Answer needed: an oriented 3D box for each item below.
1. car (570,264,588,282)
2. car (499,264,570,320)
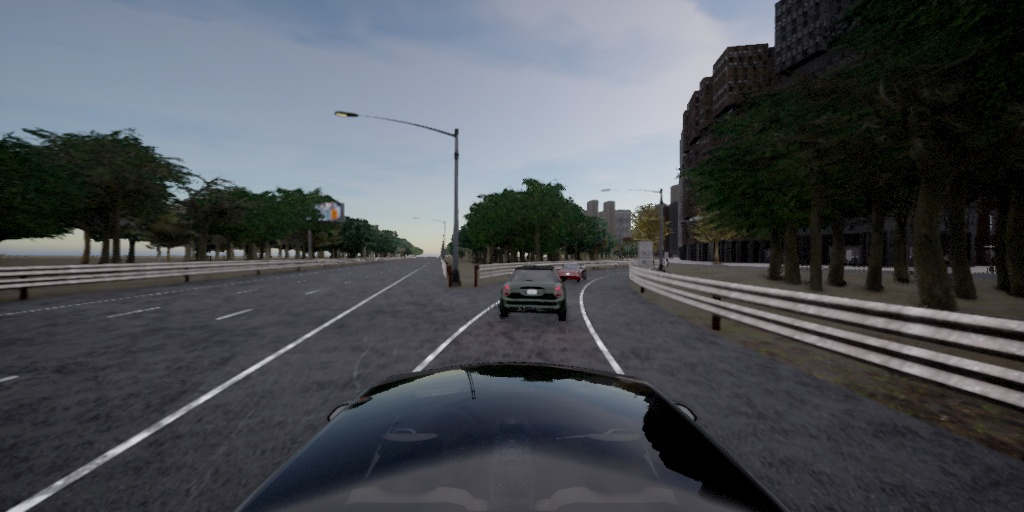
[{"bbox_3d":[4.996,1.343,29.458,1.994,1.385,4.181,0,0,20],"label":"car"},{"bbox_3d":[0.908,1.110,12.931,2.097,1.767,4.553,1,0,8],"label":"car"}]
